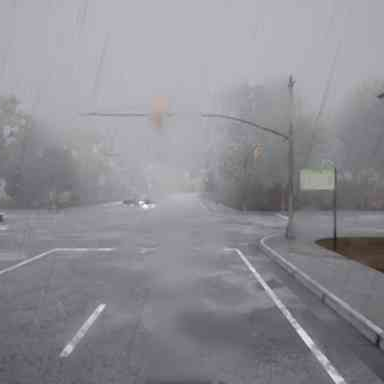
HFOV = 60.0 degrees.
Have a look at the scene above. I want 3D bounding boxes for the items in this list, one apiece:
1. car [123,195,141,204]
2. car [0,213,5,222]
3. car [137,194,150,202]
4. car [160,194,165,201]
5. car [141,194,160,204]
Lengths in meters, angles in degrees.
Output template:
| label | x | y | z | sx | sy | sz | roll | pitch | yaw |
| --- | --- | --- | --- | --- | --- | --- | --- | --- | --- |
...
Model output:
| label | x | y | z | sx | sy | sz | roll | pitch | yaw |
| --- | --- | --- | --- | --- | --- | --- | --- | --- | --- |
| car | -10.658 | 1.393 | 57.834 | 2.033 | 1.411 | 5.357 | 0 | 0 | 0 |
| car | -15.228 | 1.502 | 21.721 | 5.357 | 1.411 | 2.033 | 0 | 0 | 5 |
| car | -10.615 | 1.327 | 73.267 | 2.128 | 1.511 | 4.902 | 0 | 0 | 0 |
| car | -7.114 | 1.158 | 72.934 | 2.097 | 1.767 | 4.553 | 0 | 0 | 0 |
| car | -7.161 | 1.448 | 57.471 | 1.895 | 1.301 | 4.718 | 0 | 0 | 0 |
